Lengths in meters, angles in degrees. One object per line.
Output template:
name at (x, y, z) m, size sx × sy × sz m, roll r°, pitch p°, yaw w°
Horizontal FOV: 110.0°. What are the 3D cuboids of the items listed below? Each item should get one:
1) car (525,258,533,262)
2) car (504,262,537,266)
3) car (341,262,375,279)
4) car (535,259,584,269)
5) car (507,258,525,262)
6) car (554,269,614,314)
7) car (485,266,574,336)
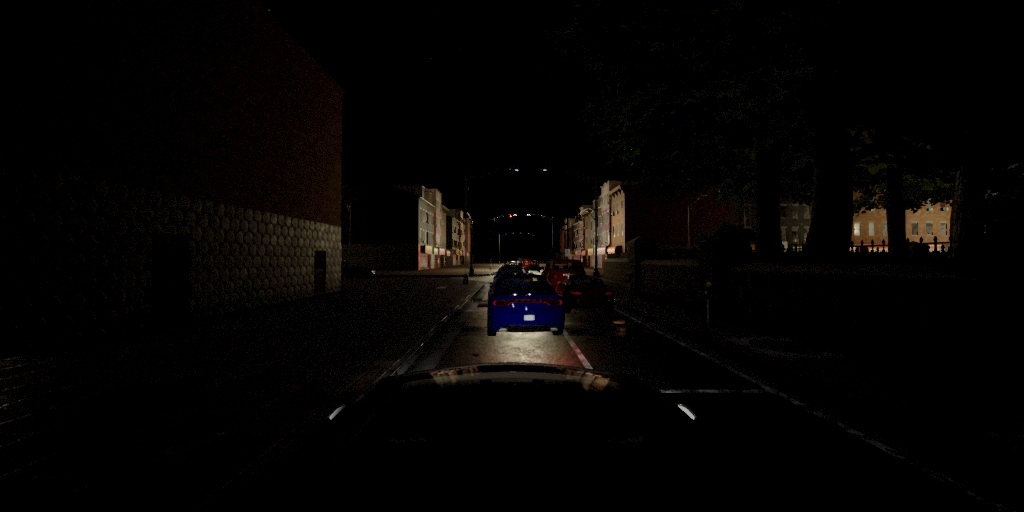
car at (2.628, 1.355, 45.433) m, size 1.888 × 1.381 × 4.507 m, roll 0°, pitch 0°, yaw 0°
car at (0.066, 1.238, 18.048) m, size 1.882 × 1.535 × 5.008 m, roll 0°, pitch 0°, yaw 1°
car at (-14.212, 1.231, 30.564) m, size 4.902 × 1.511 × 2.128 m, roll 0°, pitch -1°, yaw 0°
car at (2.634, 1.076, 19.004) m, size 2.192 × 1.841 × 5.009 m, roll 0°, pitch 0°, yaw 0°
car at (0.113, 1.290, 40.374) m, size 2.128 × 1.511 × 4.902 m, roll 0°, pitch 0°, yaw 2°
car at (2.635, 1.338, 13.555) m, size 1.802 × 1.307 × 4.207 m, roll 0°, pitch 0°, yaw 0°
car at (0.225, 1.231, 10.498) m, size 1.882 × 1.535 × 5.008 m, roll 0°, pitch 0°, yaw -4°
